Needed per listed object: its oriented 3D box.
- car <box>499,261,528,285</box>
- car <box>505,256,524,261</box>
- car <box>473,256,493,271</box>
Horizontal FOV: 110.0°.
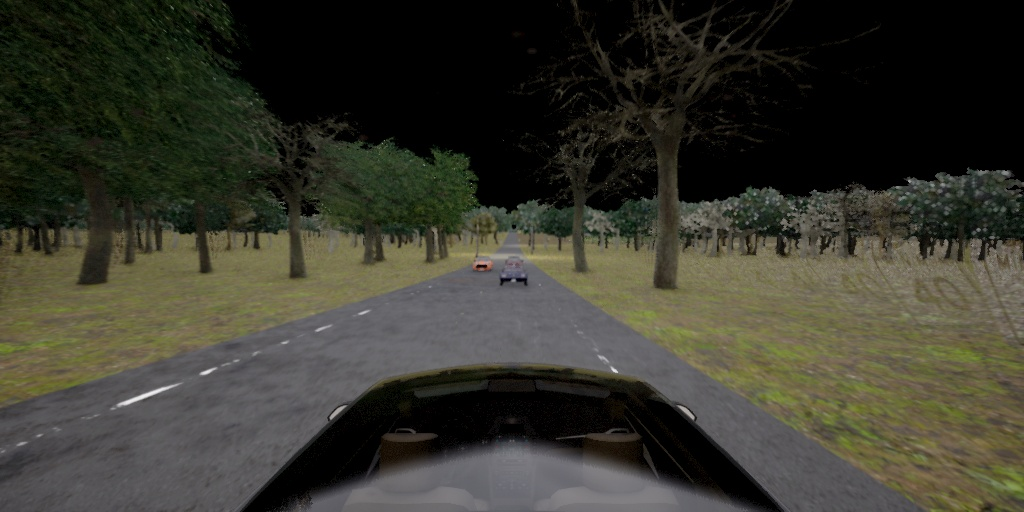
[{"bbox_3d":[0.115,1.274,24.989,1.895,1.301,4.718,0,1,1],"label":"car"},{"bbox_3d":[0.239,0.818,40.839,2.097,1.767,4.553,0,1,1],"label":"car"},{"bbox_3d":[-3.319,0.812,41.601,2.097,1.767,4.553,0,1,0],"label":"car"}]
